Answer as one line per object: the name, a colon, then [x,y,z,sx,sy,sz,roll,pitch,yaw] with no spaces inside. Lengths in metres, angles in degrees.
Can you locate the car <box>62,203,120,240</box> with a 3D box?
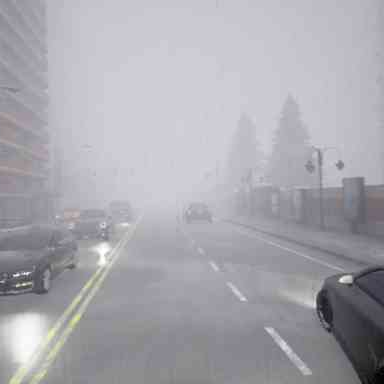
car: [-5.637,1.751,19.129,2.097,1.767,4.553,-1,-1,-7]

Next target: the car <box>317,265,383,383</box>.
car: [2.914,1.562,4.036,1.994,1.385,4.181,-1,-1,10]

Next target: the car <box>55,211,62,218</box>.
car: [-10.230,1.995,28.674,2.097,1.767,4.553,-1,-1,-6]

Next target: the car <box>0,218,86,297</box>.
car: [-4.536,1.744,9.352,1.837,1.490,4.892,-1,-1,-6]

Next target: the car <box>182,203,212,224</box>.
car: [0.350,1.715,29.298,2.097,1.767,4.553,-1,0,-7]

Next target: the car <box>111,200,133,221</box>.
car: [-7.242,1.859,33.659,2.150,2.045,5.566,-1,-1,-4]

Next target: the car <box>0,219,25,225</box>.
car: [-8.799,1.998,15.955,1.994,1.385,4.181,-1,-1,-6]
